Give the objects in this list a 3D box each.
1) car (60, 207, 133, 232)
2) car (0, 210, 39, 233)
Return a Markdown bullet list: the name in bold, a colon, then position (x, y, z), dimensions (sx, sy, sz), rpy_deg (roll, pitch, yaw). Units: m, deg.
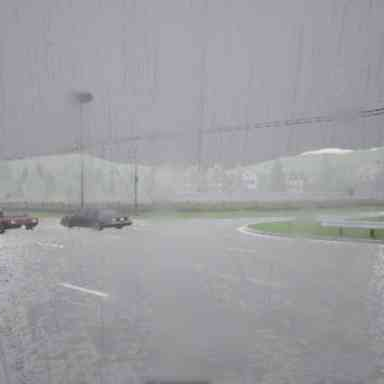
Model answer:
- **car**: position (-6.229, 1.699, 21.338), dimensions (5.357, 1.411, 2.033), rpy_deg (-1, 0, 36)
- **car**: position (-11.814, 1.791, 21.026), dimensions (4.718, 1.301, 1.895), rpy_deg (-1, 0, 36)
